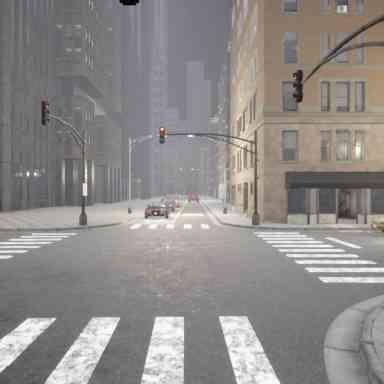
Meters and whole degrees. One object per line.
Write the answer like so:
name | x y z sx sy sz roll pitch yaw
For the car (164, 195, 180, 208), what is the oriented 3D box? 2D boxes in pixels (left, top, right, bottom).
car | -2.923 1.369 49.220 2.097 1.767 4.553 0 0 0

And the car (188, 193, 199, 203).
car | 0.310 1.203 70.299 2.150 2.045 5.566 0 0 0

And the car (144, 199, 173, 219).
car | -3.000 1.574 29.467 1.994 1.385 4.181 0 0 0

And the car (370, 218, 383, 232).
car | 12.173 1.519 17.782 4.829 1.417 1.752 0 0 -1

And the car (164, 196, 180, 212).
car | -2.962 1.506 39.322 2.128 1.511 4.902 0 0 0
